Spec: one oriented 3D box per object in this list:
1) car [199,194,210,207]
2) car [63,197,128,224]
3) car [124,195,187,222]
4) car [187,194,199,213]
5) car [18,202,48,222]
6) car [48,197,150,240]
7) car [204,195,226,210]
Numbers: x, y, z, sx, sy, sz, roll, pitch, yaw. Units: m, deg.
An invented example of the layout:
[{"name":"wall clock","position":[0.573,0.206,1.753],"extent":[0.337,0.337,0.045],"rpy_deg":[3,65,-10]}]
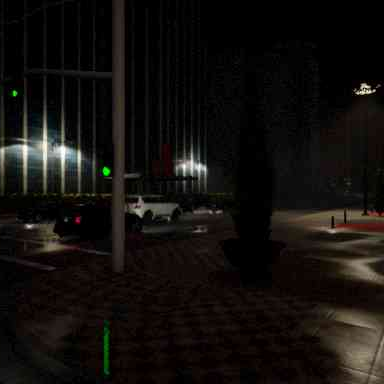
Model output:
[{"name":"car","position":[0.560,1.221,43.472],"extent":[2.150,2.045,5.566],"rpy_deg":[0,0,35]},{"name":"car","position":[-7.400,1.352,25.952],"extent":[2.097,1.767,4.553],"rpy_deg":[0,0,35]},{"name":"car","position":[-3.105,1.221,25.647],"extent":[2.150,2.045,5.566],"rpy_deg":[0,0,35]},{"name":"car","position":[-1.711,1.352,34.113],"extent":[2.097,1.767,4.553],"rpy_deg":[0,0,35]},{"name":"car","position":[-11.235,1.478,26.574],"extent":[1.882,1.535,5.008],"rpy_deg":[0,0,35]},{"name":"car","position":[-4.660,1.352,17.293],"extent":[2.097,1.767,4.553],"rpy_deg":[0,0,35]},{"name":"car","position":[4.129,1.491,42.470],"extent":[2.128,1.511,4.902],"rpy_deg":[0,0,35]}]
